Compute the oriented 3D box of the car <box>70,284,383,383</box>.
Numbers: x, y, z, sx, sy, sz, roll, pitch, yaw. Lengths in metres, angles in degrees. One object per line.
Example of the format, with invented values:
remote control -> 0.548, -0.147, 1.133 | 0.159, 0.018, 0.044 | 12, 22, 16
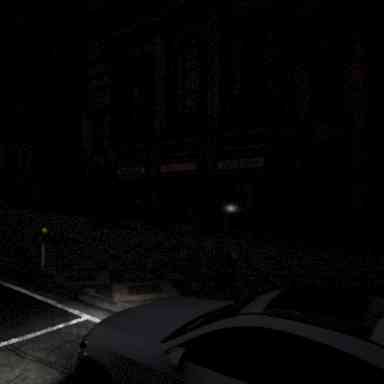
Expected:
car -> 0.876, 1.564, 2.784 | 4.674, 1.442, 1.812 | 0, -1, 39
